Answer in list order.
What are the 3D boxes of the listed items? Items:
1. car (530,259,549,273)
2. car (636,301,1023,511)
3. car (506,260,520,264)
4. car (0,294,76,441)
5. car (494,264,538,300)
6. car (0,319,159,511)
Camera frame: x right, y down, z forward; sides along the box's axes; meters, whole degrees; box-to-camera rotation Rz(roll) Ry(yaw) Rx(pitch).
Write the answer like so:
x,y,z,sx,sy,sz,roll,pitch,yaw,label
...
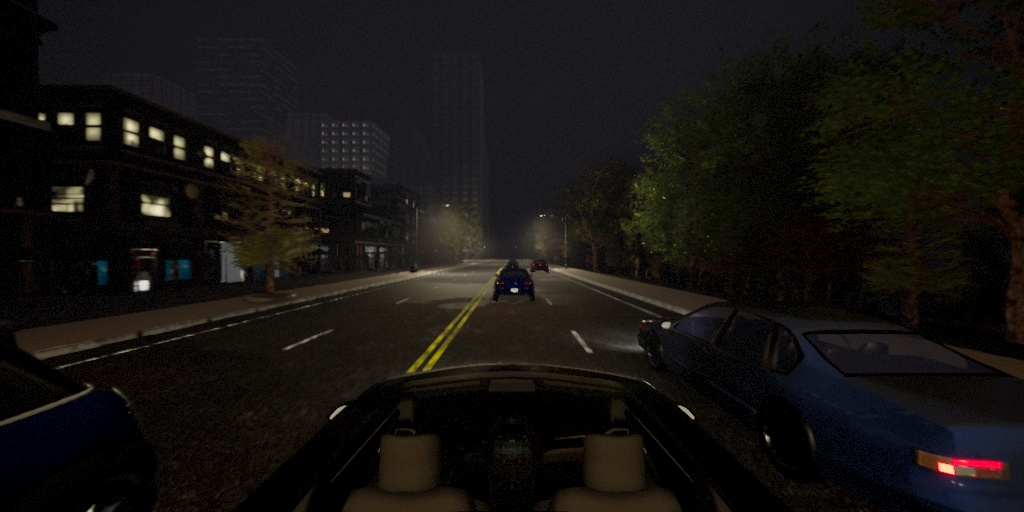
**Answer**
x,y,z,sx,sy,sz,roll,pitch,yaw,label
3.348,1.115,44.750,2.097,1.767,4.553,0,0,0,car
3.350,1.299,4.604,2.033,1.411,5.357,0,0,0,car
0.098,1.290,51.281,1.812,1.442,4.674,0,0,0,car
-6.600,1.242,2.097,2.128,1.511,4.902,0,0,0,car
0.099,1.283,17.547,1.812,1.442,4.674,0,0,0,car
-3.350,1.101,0.343,2.097,1.767,4.553,0,0,0,car
